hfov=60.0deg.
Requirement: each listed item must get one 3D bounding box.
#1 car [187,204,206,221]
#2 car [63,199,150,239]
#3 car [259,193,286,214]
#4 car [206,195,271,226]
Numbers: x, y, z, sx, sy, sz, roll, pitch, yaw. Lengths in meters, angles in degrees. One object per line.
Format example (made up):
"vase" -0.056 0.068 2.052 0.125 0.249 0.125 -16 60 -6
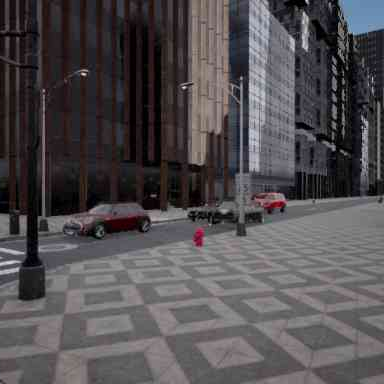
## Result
"car" 1.644 1.522 25.461 1.895 1.301 4.718 0 0 36
"car" -4.284 1.302 17.188 2.097 1.767 4.553 0 0 36
"car" 7.855 1.117 34.137 2.150 2.045 5.566 0 0 36
"car" 3.229 1.282 22.228 2.097 1.767 4.553 0 0 36
